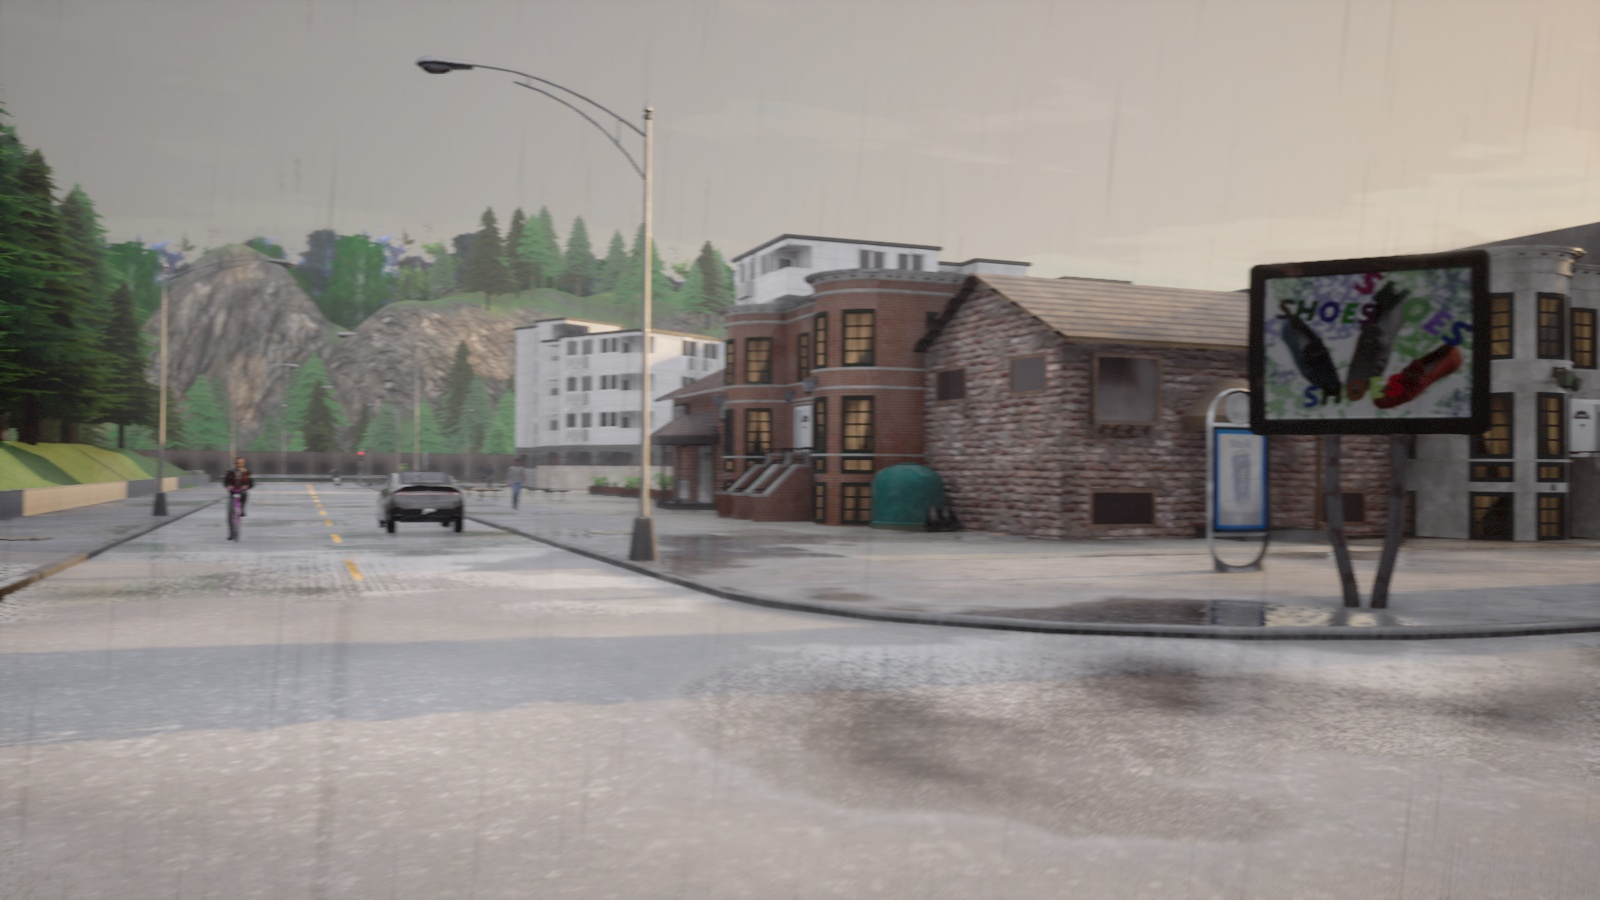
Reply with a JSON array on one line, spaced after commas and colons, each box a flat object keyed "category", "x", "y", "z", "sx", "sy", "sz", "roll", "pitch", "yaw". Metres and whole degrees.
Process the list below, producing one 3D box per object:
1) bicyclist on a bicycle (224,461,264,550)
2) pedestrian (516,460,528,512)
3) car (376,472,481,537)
[{"category": "bicyclist on a bicycle", "x": -11.473, "y": 1.122, "z": 25.934, "sx": 0.659, "sy": 1.776, "sz": 1.843, "roll": 0, "pitch": -1, "yaw": -21}, {"category": "pedestrian", "x": -9.908, "y": 1.278, "z": 44.777, "sx": 0.354, "sy": 1.836, "sz": 0.706, "roll": 0, "pitch": -1, "yaw": -19}, {"category": "car", "x": -9.499, "y": 1.308, "z": 31.838, "sx": 2.128, "sy": 1.511, "sz": 4.902, "roll": 0, "pitch": -1, "yaw": -21}]
